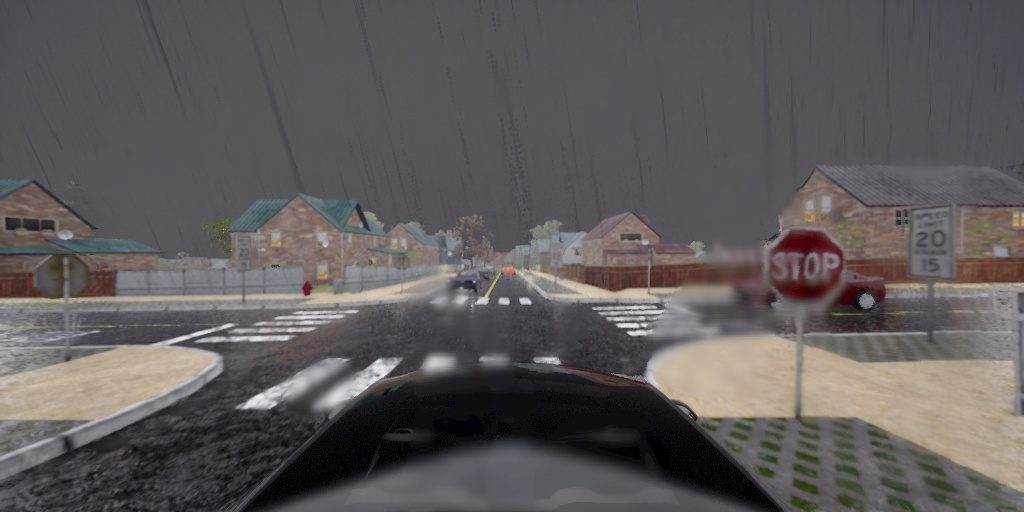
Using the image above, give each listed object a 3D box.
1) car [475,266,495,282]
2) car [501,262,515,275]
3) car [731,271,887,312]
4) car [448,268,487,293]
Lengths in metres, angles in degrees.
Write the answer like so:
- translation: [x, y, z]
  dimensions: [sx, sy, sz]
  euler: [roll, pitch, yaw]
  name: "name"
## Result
- translation: [-3.162, 1.836, 36.659]
  dimensions: [2.033, 1.411, 5.357]
  euler: [0, -1, -1]
  name: "car"
- translation: [-0.592, 2.000, 55.348]
  dimensions: [2.097, 1.767, 4.553]
  euler: [0, -1, -1]
  name: "car"
- translation: [10.928, 1.158, 13.426]
  dimensions: [5.008, 1.535, 1.882]
  euler: [-1, 1, -1]
  name: "car"
- translation: [-3.005, 1.680, 23.956]
  dimensions: [1.895, 1.301, 4.718]
  euler: [0, -1, 0]
  name: "car"
